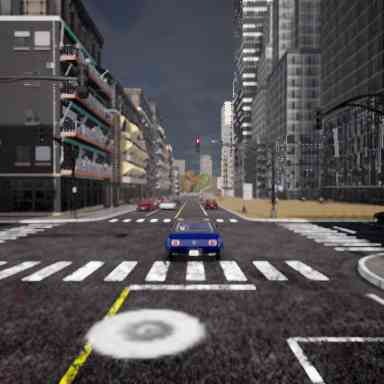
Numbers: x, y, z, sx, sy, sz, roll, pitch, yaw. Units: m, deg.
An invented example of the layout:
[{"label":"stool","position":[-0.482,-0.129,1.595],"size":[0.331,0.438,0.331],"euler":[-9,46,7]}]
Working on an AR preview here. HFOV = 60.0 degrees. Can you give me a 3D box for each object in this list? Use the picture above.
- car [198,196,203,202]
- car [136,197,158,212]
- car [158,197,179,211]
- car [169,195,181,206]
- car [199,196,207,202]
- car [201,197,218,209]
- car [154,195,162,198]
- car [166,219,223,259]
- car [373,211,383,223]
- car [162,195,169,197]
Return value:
[{"label":"car","position":[2.661,1.720,68.963],"size":[2.008,1.369,4.403],"euler":[-1,0,0]},{"label":"car","position":[-5.692,1.640,40.663],"size":[1.887,1.381,4.507],"euler":[-1,0,0]},{"label":"car","position":[-3.084,1.701,42.772],"size":[1.895,1.301,4.718],"euler":[0,0,0]},{"label":"car","position":[-3.028,1.708,59.792],"size":[1.994,1.385,4.181],"euler":[0,0,1]},{"label":"car","position":[2.664,1.745,80.261],"size":[1.887,1.381,4.507],"euler":[-1,0,0]},{"label":"car","position":[2.656,1.654,46.368],"size":[1.887,1.381,4.507],"euler":[-1,0,0]},{"label":"car","position":[-5.693,1.549,46.312],"size":[1.967,1.590,4.097],"euler":[-1,0,0]},{"label":"car","position":[0.080,1.689,13.056],"size":[1.895,1.301,4.718],"euler":[0,0,0]},{"label":"car","position":[14.679,1.521,22.617],"size":[4.313,1.339,1.947],"euler":[0,1,0]},{"label":"car","position":[-5.692,1.454,57.611],"size":[2.192,1.841,5.009],"euler":[-1,0,0]}]
